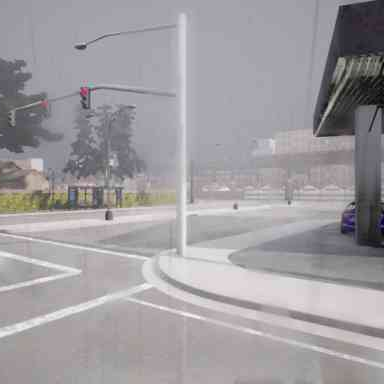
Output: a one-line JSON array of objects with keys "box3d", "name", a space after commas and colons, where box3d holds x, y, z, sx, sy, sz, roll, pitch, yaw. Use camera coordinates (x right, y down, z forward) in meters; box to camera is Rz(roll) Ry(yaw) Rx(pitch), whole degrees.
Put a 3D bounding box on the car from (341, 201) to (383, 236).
[{"box3d": [9.458, 1.295, 17.721, 2.242, 1.667, 4.611, 0, 0, 37], "name": "car"}]
